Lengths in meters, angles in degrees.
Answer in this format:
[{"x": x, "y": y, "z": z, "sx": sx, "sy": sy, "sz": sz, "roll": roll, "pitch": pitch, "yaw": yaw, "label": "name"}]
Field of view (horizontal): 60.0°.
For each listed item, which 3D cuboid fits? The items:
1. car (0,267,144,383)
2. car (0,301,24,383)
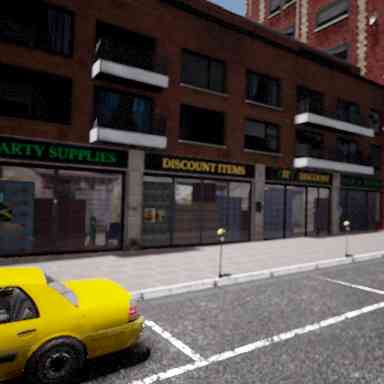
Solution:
[{"x": -2.986, "y": 1.569, "z": 3.876, "sx": 4.829, "sy": 1.417, "sz": 1.752, "roll": 1, "pitch": 1, "yaw": -33, "label": "car"}, {"x": -3.142, "y": 1.600, "z": 0.861, "sx": 4.718, "sy": 1.301, "sz": 1.895, "roll": 1, "pitch": -1, "yaw": -33, "label": "car"}]
